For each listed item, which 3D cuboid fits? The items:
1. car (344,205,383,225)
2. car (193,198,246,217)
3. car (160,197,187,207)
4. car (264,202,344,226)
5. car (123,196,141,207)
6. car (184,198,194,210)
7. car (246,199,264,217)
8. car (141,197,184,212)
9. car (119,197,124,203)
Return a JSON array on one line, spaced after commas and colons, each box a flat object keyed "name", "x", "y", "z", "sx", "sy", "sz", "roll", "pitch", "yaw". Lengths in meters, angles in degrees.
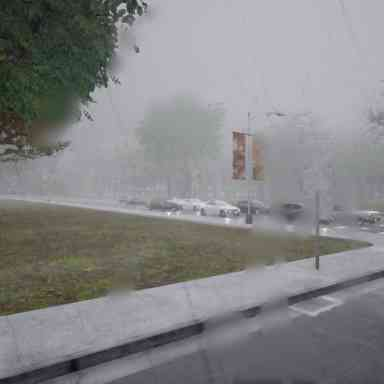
[{"name": "car", "x": 11.154, "y": 1.589, "z": 24.284, "sx": 1.895, "sy": 1.301, "sz": 4.718, "roll": 0, "pitch": 0, "yaw": -35}, {"name": "car", "x": 2.465, "y": 1.508, "z": 30.860, "sx": 1.812, "sy": 1.442, "sz": 4.674, "roll": 0, "pitch": 0, "yaw": -35}, {"name": "car", "x": -2.808, "y": 1.491, "z": 49.839, "sx": 1.812, "sy": 1.442, "sz": 4.674, "roll": 0, "pitch": 0, "yaw": -35}, {"name": "car", "x": 7.733, "y": 1.495, "z": 23.485, "sx": 1.837, "sy": 1.490, "sz": 4.892, "roll": 0, "pitch": 0, "yaw": -35}, {"name": "car", "x": -8.569, "y": 1.569, "z": 52.124, "sx": 1.895, "sy": 1.301, "sz": 4.718, "roll": 0, "pitch": 0, "yaw": -35}, {"name": "car", "x": 0.121, "y": 1.498, "z": 39.813, "sx": 1.812, "sy": 1.442, "sz": 4.674, "roll": 0, "pitch": 0, "yaw": -36}, {"name": "car", "x": 5.821, "y": 1.484, "z": 31.775, "sx": 1.837, "sy": 1.490, "sz": 4.892, "roll": 0, "pitch": 0, "yaw": -35}, {"name": "car", "x": -3.593, "y": 1.523, "z": 39.400, "sx": 2.033, "sy": 1.411, "sz": 5.357, "roll": 0, "pitch": 0, "yaw": -36}, {"name": "car", "x": -12.227, "y": 1.486, "z": 63.069, "sx": 1.812, "sy": 1.442, "sz": 4.674, "roll": 0, "pitch": 0, "yaw": -35}]
